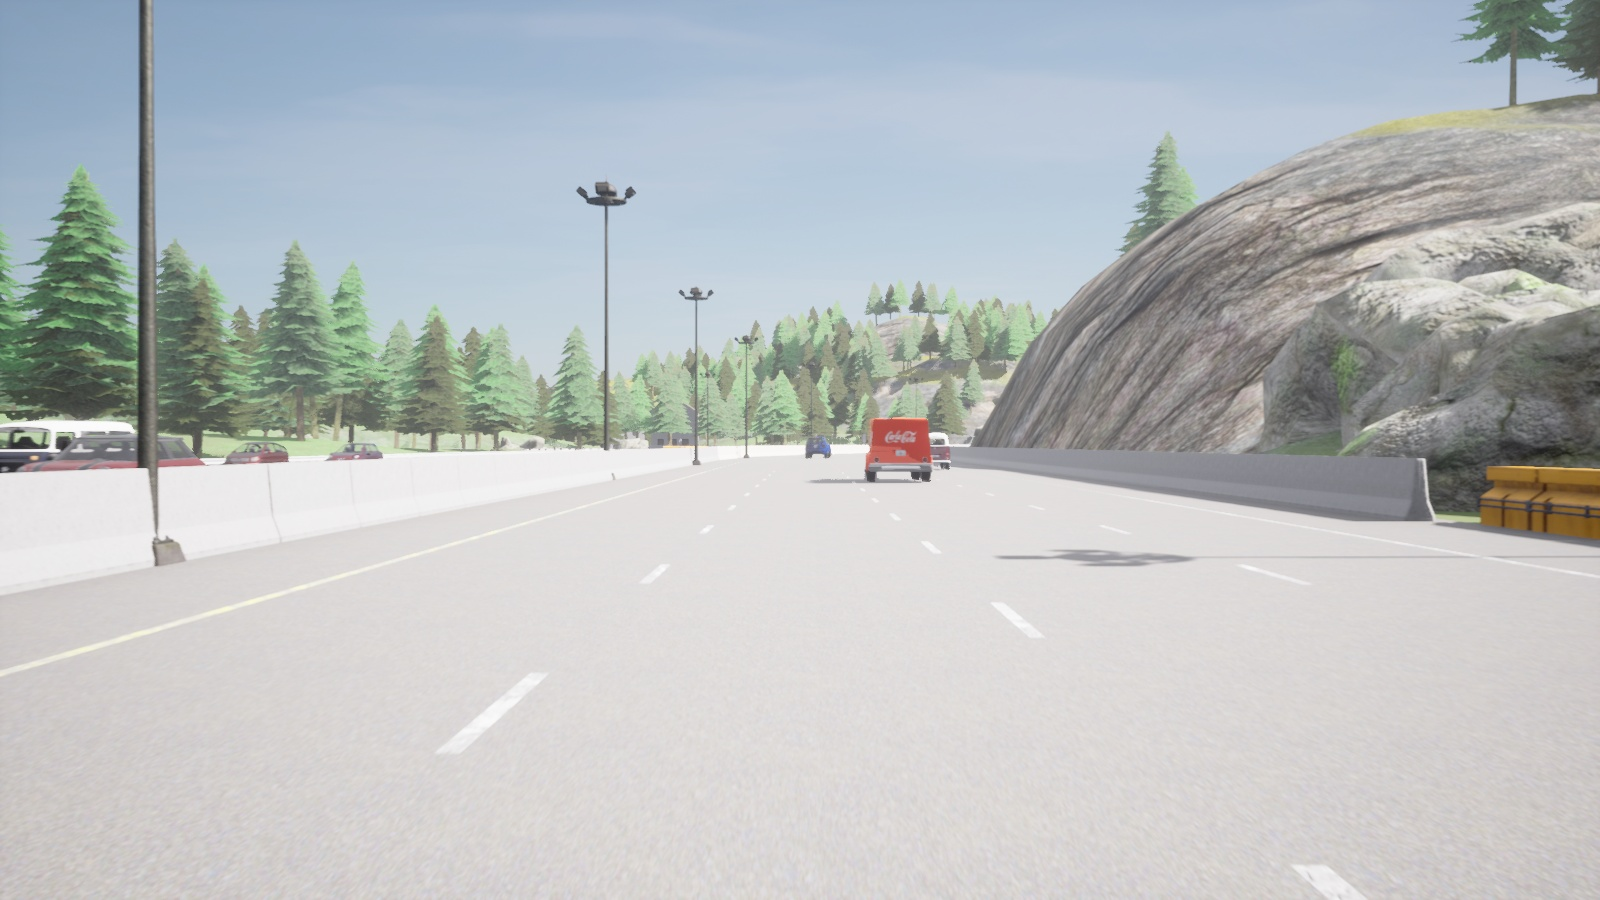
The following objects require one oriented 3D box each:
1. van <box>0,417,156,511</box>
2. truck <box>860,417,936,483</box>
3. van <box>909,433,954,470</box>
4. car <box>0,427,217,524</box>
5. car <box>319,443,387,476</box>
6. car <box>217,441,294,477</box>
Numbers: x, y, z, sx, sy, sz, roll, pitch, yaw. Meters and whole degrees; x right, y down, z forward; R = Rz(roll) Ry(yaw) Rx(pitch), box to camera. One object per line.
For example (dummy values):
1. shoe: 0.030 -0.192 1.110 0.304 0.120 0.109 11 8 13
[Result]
1. van: -17.317 0.290 29.482 2.069 2.038 4.480 0 0 0
2. truck: 3.799 -0.014 49.781 2.627 2.467 5.204 0 1 0
3. van: 7.420 0.075 71.138 2.069 2.038 4.480 0 0 0
4. car: -13.841 0.452 25.231 2.097 1.767 4.553 0 0 0
5. car: -20.654 0.416 58.195 1.845 1.501 3.633 0 0 0
6. car: -24.167 0.391 55.892 1.789 1.549 3.705 0 0 0
